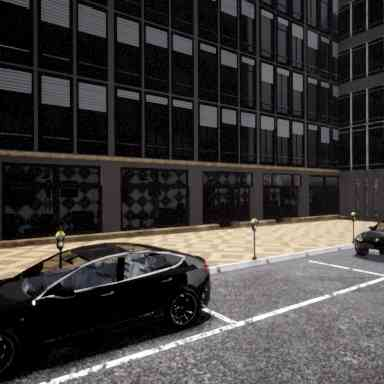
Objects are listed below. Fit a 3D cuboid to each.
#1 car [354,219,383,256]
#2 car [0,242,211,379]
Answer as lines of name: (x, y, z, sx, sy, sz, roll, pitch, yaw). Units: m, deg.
car: (7.643, 1.564, 11.980, 4.313, 1.339, 1.947, 0, 0, -35)
car: (-1.647, 1.566, 5.384, 4.313, 1.339, 1.947, 0, 0, -35)
